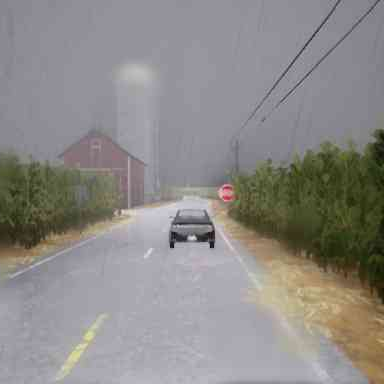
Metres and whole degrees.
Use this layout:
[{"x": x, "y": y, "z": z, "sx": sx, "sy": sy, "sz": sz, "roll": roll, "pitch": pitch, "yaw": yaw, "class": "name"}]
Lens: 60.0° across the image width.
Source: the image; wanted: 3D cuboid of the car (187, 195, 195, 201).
[{"x": -0.188, "y": 1.516, "z": 84.667, "sx": 1.812, "sy": 1.442, "sz": 4.674, "roll": 0, "pitch": 0, "yaw": 1, "class": "car"}]

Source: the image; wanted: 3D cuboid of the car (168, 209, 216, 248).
[{"x": 0.000, "y": 1.492, "z": 14.650, "sx": 2.128, "sy": 1.511, "sz": 4.902, "roll": 0, "pitch": 0, "yaw": 0, "class": "car"}]
